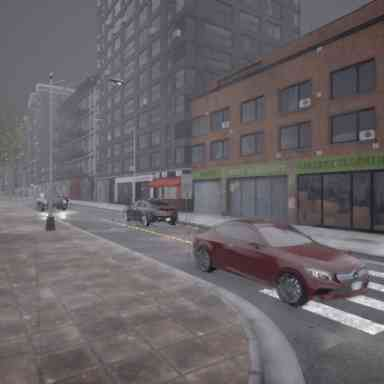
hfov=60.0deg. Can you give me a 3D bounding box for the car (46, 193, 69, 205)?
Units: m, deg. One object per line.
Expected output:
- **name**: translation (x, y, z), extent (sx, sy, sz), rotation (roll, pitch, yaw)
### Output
- **car**: translation (-17.528, 0.866, 43.165), extent (1.882, 1.535, 5.008), rotation (0, 0, -33)

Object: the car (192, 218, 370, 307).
- **car**: translation (1.756, 1.414, 8.035), extent (1.812, 1.442, 4.674), rotation (0, 1, -33)

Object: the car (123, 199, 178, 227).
- **car**: translation (-2.622, 1.209, 20.198), extent (1.837, 1.490, 4.892), rotation (0, 1, -33)

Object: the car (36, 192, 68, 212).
- **car**: translation (-13.165, 0.837, 31.052), extent (2.097, 1.767, 4.553), rotation (0, 0, -33)
